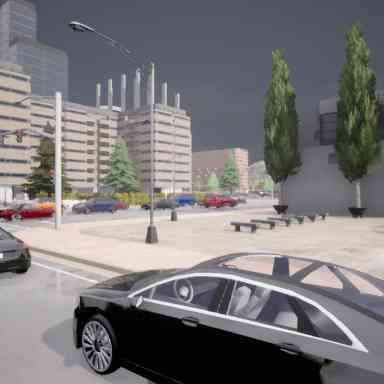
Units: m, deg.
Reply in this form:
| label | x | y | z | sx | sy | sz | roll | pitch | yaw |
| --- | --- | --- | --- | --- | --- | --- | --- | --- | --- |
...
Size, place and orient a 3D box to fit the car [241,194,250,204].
| label | x | y | z | sx | sy | sz | roll | pitch | yaw |
| --- | --- | --- | --- | --- | --- | --- | --- | --- | --- |
| car | 8.247 | 1.526 | 61.224 | 1.812 | 1.442 | 4.674 | 0 | 0 | 41 |

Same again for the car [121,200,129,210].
| label | x | y | z | sx | sy | sz | roll | pitch | yaw |
| --- | --- | --- | --- | --- | --- | --- | --- | --- | --- |
| car | -9.743 | 1.564 | 40.618 | 1.994 | 1.385 | 4.181 | 0 | 0 | 41 |

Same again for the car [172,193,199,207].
| label | x | y | z | sx | sy | sz | roll | pitch | yaw |
| --- | --- | --- | --- | --- | --- | --- | --- | --- | --- |
| car | -1.820 | 1.224 | 49.747 | 2.150 | 2.045 | 5.566 | 0 | 0 | 41 |

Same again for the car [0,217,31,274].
| label | x | y | z | sx | sy | sz | roll | pitch | yaw |
| --- | --- | --- | --- | --- | --- | --- | --- | --- | --- |
| car | -6.354 | 1.564 | 9.511 | 4.181 | 1.385 | 1.994 | 0 | 0 | 40 |

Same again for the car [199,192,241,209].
| label | x | y | z | sx | sy | sz | roll | pitch | yaw |
| --- | --- | --- | --- | --- | --- | --- | --- | --- | --- |
| car | 3.823 | 1.221 | 45.272 | 2.150 | 2.045 | 5.566 | 0 | 0 | 41 |

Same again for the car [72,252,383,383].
| label | x | y | z | sx | sy | sz | roll | pitch | yaw |
| --- | --- | --- | --- | --- | --- | --- | --- | --- | --- |
| car | 0.548 | 1.492 | 3.888 | 4.902 | 1.511 | 2.128 | 0 | 0 | 38 |

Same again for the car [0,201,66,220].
| label | x | y | z | sx | sy | sz | roll | pitch | yaw |
| --- | --- | --- | --- | --- | --- | --- | --- | --- | --- |
| car | -12.664 | 1.601 | 26.263 | 1.895 | 1.301 | 4.718 | 0 | 0 | 44 |

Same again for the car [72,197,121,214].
| label | x | y | z | sx | sy | sz | roll | pitch | yaw |
| --- | --- | --- | --- | --- | --- | --- | --- | --- | --- |
| car | -10.185 | 1.352 | 34.775 | 2.097 | 1.767 | 4.553 | 0 | 0 | 41 |

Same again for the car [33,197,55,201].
| label | x | y | z | sx | sy | sz | roll | pitch | yaw |
| --- | --- | --- | --- | --- | --- | --- | --- | --- | --- |
| car | -15.447 | 1.352 | 34.148 | 2.097 | 1.767 | 4.553 | 0 | 0 | 42 |

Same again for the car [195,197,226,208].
| label | x | y | z | sx | sy | sz | roll | pitch | yaw |
| --- | --- | --- | --- | --- | --- | --- | --- | --- | --- |
| car | 2.844 | 1.491 | 49.772 | 2.128 | 1.511 | 4.902 | 0 | 0 | 41 |

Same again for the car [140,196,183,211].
| label | x | y | z | sx | sy | sz | roll | pitch | yaw |
| --- | --- | --- | --- | --- | --- | --- | --- | --- | --- |
| car | -3.975 | 1.547 | 41.931 | 2.033 | 1.411 | 5.357 | 0 | 0 | 41 |
